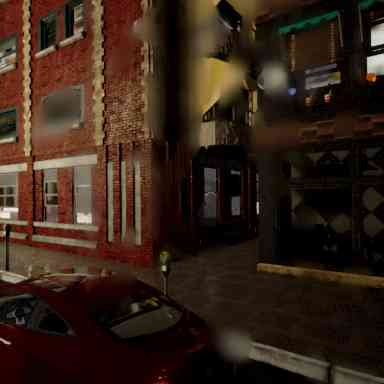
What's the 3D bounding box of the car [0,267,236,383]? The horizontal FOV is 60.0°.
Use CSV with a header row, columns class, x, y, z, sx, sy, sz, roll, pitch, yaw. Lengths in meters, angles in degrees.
class,x,y,z,sx,sy,sz,roll,pitch,yaw
car,-1.515,1.583,3.934,4.206,1.307,1.802,0,-1,36
